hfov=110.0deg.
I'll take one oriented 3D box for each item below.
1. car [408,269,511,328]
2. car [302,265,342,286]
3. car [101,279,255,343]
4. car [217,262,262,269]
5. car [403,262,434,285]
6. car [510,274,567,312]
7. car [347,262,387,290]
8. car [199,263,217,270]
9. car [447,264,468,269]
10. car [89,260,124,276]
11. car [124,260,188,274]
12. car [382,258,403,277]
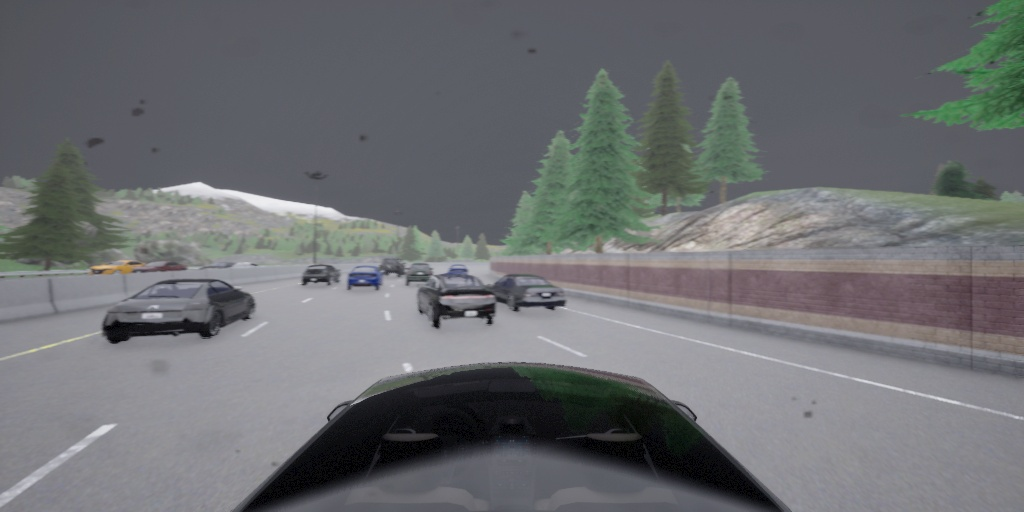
[{"bbox_3d":[-1.991,1.343,11.895,2.128,1.511,4.902,1,-1,-22],"label":"car"},{"bbox_3d":[-14.078,1.385,26.702,1.837,1.490,4.892,1,-1,-14],"label":"car"},{"bbox_3d":[-8.662,1.303,9.779,1.994,1.385,4.181,1,-1,-21],"label":"car"},{"bbox_3d":[-26.936,1.358,36.100,1.812,1.442,4.674,1,-1,-9],"label":"car"},{"bbox_3d":[-7.438,1.346,29.062,2.097,1.767,4.553,1,-1,-14],"label":"car"},{"bbox_3d":[0.369,1.472,15.382,2.033,1.411,5.357,1,-1,-20],"label":"car"},{"bbox_3d":[-9.728,1.380,24.037,1.882,1.535,5.008,1,-1,-16],"label":"car"},{"bbox_3d":[-30.860,1.359,38.423,2.033,1.411,5.357,1,-1,-8],"label":"car"},{"bbox_3d":[-5.443,1.586,36.209,1.882,1.535,5.008,1,-1,-11],"label":"car"},{"bbox_3d":[-37.274,1.155,34.299,1.882,1.535,5.008,1,-1,-10],"label":"car"},{"bbox_3d":[-33.762,1.203,34.518,1.882,1.535,5.008,1,-1,-10],"label":"car"},{"bbox_3d":[-13.185,1.277,39.919,2.150,2.045,5.566,1,-1,-9],"label":"car"}]
